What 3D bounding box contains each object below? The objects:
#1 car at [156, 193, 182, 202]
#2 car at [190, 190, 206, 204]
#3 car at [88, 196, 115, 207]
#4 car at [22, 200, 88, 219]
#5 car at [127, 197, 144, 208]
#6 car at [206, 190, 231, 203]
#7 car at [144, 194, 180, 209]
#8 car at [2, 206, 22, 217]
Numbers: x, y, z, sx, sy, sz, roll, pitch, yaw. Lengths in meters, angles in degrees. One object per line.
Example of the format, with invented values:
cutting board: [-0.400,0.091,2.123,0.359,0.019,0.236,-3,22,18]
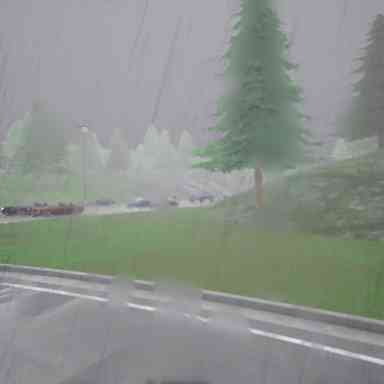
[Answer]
car: [-4.154,1.053,60.902,2.128,1.511,4.902,0,0,32]
car: [1.759,0.731,57.158,2.150,2.045,5.566,0,0,32]
car: [-13.049,1.345,46.848,2.128,1.511,4.902,0,0,32]
car: [-11.842,1.535,29.034,1.895,1.301,4.718,0,0,32]
car: [-6.586,1.350,43.996,1.812,1.442,4.674,0,1,32]
car: [4.757,0.658,55.351,2.097,1.767,4.553,0,0,32]
car: [-3.532,1.336,42.280,1.812,1.442,4.674,0,0,32]
car: [-14.865,1.547,30.800,1.895,1.301,4.718,0,0,32]
